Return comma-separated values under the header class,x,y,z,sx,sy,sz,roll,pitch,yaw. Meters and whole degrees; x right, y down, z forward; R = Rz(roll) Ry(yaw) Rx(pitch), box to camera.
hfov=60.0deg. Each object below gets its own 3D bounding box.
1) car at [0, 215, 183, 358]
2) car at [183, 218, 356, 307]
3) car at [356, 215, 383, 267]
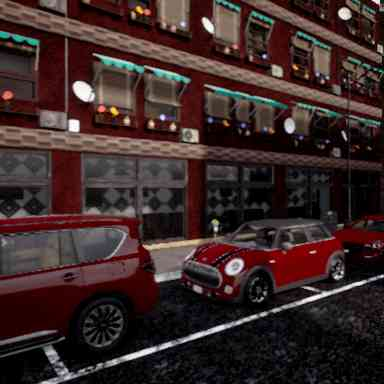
class,x,y,z,sx,sy,sz,roll,pitch,yaw
car,-2.849,1.314,4.524,5.009,1.841,2.192,-1,1,-35
car,1.740,1.395,7.796,4.097,1.590,1.967,-1,1,-35
car,6.332,1.456,11.067,4.507,1.381,1.887,-1,1,-35
